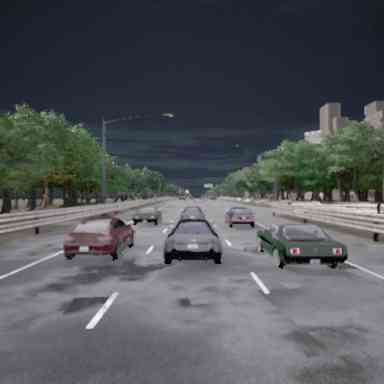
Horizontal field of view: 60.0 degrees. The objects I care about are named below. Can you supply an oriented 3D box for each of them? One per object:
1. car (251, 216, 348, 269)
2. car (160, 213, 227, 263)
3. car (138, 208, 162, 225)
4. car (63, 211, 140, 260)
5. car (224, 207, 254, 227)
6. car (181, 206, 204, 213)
[{"bbox_3d":[3.540,1.741,11.714,1.895,1.301,4.718,0,-1,1],"label":"car"},{"bbox_3d":[0.047,1.715,12.567,1.994,1.385,4.181,0,-1,1],"label":"car"},{"bbox_3d":[-3.460,1.906,26.702,1.895,1.301,4.718,0,-1,0],"label":"car"},{"bbox_3d":[-3.448,1.680,12.978,1.812,1.442,4.674,0,0,1],"label":"car"},{"bbox_3d":[3.526,1.837,25.131,2.033,1.411,5.357,0,-1,0],"label":"car"},{"bbox_3d":[0.048,1.877,27.423,1.994,1.385,4.181,0,0,0],"label":"car"}]
